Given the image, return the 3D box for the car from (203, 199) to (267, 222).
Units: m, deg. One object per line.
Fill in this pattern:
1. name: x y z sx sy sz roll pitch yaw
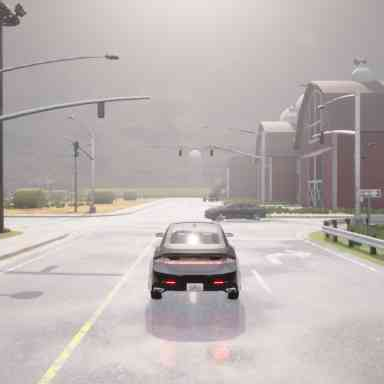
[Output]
1. car: 3.345 1.527 25.861 4.892 1.490 1.837 1 -1 -10

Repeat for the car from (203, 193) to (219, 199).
1. car: 4.138 1.144 72.662 1.905 1.878 3.866 -8 3 -42

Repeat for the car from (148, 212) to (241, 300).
1. car: 0.064 1.492 8.395 2.128 1.511 4.902 0 0 0
